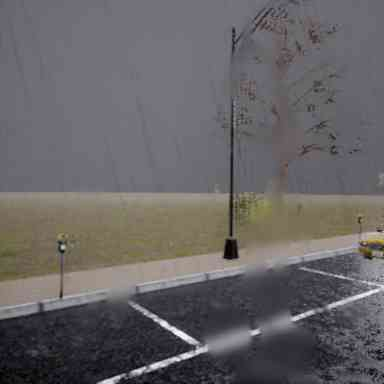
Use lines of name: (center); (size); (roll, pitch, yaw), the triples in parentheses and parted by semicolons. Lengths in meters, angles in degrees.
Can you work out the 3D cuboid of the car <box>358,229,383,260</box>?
car: (7.604, 1.574, 11.514); (4.829, 1.417, 1.752); (0, 1, -36)
